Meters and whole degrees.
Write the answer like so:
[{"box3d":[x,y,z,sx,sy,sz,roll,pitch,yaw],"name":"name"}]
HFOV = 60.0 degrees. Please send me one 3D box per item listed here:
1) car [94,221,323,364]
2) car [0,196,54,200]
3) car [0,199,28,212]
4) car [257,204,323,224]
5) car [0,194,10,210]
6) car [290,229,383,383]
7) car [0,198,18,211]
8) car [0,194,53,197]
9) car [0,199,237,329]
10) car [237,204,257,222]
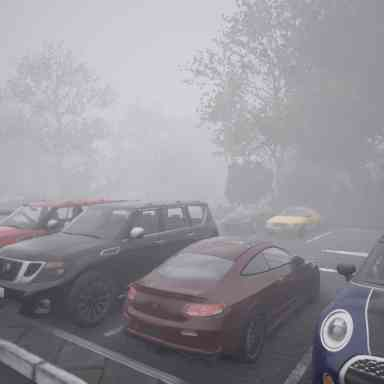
[{"box3d":[0.850,1.522,5.935,2.002,1.452,4.674,0,0,36],"name":"car"},{"box3d":[-3.730,1.232,9.170,2.435,2.045,5.566,0,0,36],"name":"car"},{"box3d":[-21.489,1.536,37.937,2.002,1.452,4.674,0,0,36],"name":"car"},{"box3d":[5.733,1.481,18.294,1.946,1.575,5.366,0,0,35],"name":"car"},{"box3d":[-25.940,1.254,41.080,2.435,2.045,5.566,0,0,35],"name":"car"},{"box3d":[3.152,1.356,4.335,2.185,1.767,4.553,0,0,36],"name":"car"},{"box3d":[-23.657,1.500,39.480,2.097,1.535,5.008,0,0,36],"name":"car"},{"box3d":[-16.971,1.241,34.682,2.435,2.045,5.566,0,0,36],"name":"car"},{"box3d":[-1.448,1.231,7.542,2.435,2.045,5.566,0,0,35],"name":"car"},{"box3d":[3.584,1.486,20.062,2.231,1.521,4.892,0,0,36],"name":"car"}]
